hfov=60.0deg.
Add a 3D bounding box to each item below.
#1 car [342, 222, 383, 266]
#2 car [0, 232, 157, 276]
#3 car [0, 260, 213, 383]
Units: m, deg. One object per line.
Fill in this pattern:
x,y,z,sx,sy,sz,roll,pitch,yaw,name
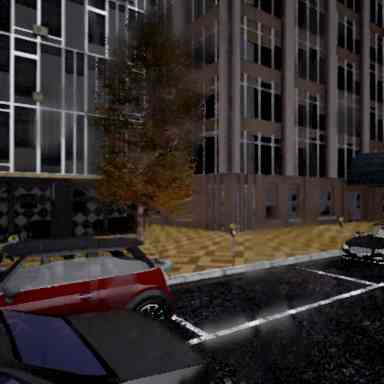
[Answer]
6.924,1.718,11.442,4.403,1.369,2.008,1,-1,-35,car
-2.356,1.460,4.882,4.097,1.590,1.967,1,-1,-35,car
-2.283,1.540,1.752,5.357,1.411,2.033,1,-1,-35,car
